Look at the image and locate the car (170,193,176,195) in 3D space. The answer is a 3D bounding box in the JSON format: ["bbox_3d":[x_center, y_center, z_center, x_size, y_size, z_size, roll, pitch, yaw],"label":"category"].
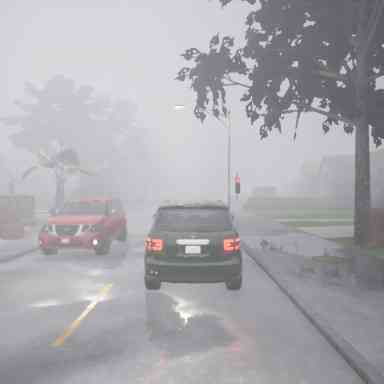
[{"bbox_3d":[-4.046,1.352,52.444,2.097,1.767,4.553,0,0,0],"label":"car"}]

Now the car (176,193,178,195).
[{"bbox_3d":[-4.003,1.491,62.846,2.128,1.511,4.902,0,0,0],"label":"car"}]

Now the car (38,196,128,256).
[{"bbox_3d":[-4.089,1.221,13.518,2.150,2.045,5.566,0,0,0],"label":"car"}]

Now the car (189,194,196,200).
[{"bbox_3d":[0.078,1.356,88.161,1.812,1.442,4.674,0,0,0],"label":"car"}]

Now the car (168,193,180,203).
[{"bbox_3d":[-3.935,1.225,73.359,2.150,2.045,5.566,0,0,0],"label":"car"}]

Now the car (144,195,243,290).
[{"bbox_3d":[0.045,1.221,9.205,2.150,2.045,5.566,0,0,1],"label":"car"}]
